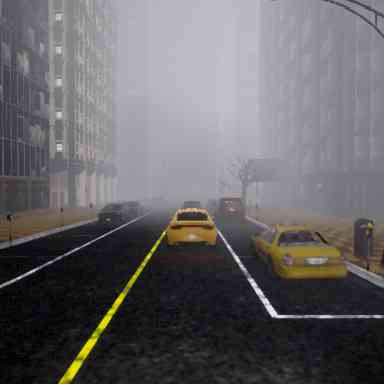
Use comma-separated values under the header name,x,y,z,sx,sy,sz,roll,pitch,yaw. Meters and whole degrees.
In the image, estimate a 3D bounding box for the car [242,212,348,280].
name,x,y,z,sx,sy,sz,roll,pitch,yaw
car,2.807,1.519,9.792,1.752,1.417,4.829,-1,0,0

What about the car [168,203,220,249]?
name,x,y,z,sx,sy,sz,roll,pitch,yaw
car,0.000,1.476,14.589,1.882,1.535,5.008,0,0,0

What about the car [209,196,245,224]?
name,x,y,z,sx,sy,sz,roll,pitch,yaw
car,2.713,1.297,24.873,2.192,1.841,5.009,-1,0,0

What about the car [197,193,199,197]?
name,x,y,z,sx,sy,sz,roll,pitch,yaw
car,2.353,1.422,85.560,1.812,1.442,4.674,0,0,0

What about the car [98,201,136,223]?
name,x,y,z,sx,sy,sz,roll,pitch,yaw
car,-5.839,1.547,25.423,1.947,1.339,4.313,-1,0,0

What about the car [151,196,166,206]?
name,x,y,z,sx,sy,sz,roll,pitch,yaw
car,-5.668,1.533,53.792,1.802,1.307,4.206,-1,0,0

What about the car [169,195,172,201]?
name,x,y,z,sx,sy,sz,roll,pitch,yaw
car,-5.686,1.440,76.318,1.752,1.417,4.829,-1,0,0

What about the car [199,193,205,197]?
name,x,y,z,sx,sy,sz,roll,pitch,yaw
car,2.677,1.385,59.405,1.967,1.590,4.097,-1,0,0

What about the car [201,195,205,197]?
name,x,y,z,sx,sy,sz,roll,pitch,yaw
car,2.679,1.509,48.056,2.008,1.369,4.403,-1,0,0

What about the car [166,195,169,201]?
name,x,y,z,sx,sy,sz,roll,pitch,yaw
car,-5.668,1.510,59.466,1.947,1.339,4.313,-1,0,0

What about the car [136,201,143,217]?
name,x,y,z,sx,sy,sz,roll,pitch,yaw
car,-5.669,1.541,31.097,1.947,1.339,4.313,-1,0,0

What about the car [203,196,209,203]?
name,x,y,z,sx,sy,sz,roll,pitch,yaw
car,2.679,1.530,42.383,1.947,1.339,4.313,-1,0,0

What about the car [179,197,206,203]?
name,x,y,z,sx,sy,sz,roll,pitch,yaw
car,0.001,1.495,29.591,1.837,1.490,4.892,0,0,0

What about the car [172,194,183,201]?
name,x,y,z,sx,sy,sz,roll,pitch,yaw
car,-2.999,1.405,75.892,1.895,1.301,4.718,0,0,0
